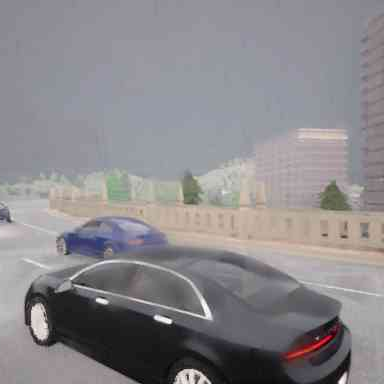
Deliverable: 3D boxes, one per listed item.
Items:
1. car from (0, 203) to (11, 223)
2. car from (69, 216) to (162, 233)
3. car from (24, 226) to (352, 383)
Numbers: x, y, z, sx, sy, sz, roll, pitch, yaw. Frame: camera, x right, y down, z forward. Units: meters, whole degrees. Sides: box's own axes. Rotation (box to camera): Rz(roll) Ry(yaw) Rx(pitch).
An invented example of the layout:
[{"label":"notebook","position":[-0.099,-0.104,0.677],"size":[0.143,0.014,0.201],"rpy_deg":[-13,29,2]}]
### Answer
[{"label":"car","position":[-14.617,1.497,24.571],"size":[1.812,1.442,4.674],"rpy_deg":[0,0,-36]},{"label":"car","position":[-2.740,1.533,11.131],"size":[4.674,1.442,1.812],"rpy_deg":[0,0,42]},{"label":"car","position":[-0.494,1.512,4.612],"size":[4.892,1.490,1.837],"rpy_deg":[0,0,38]}]
